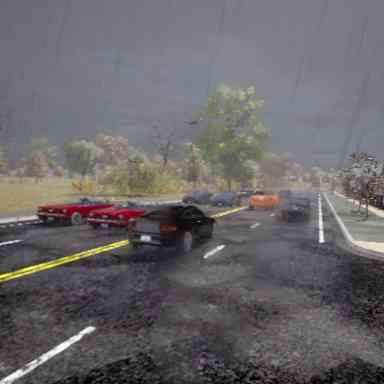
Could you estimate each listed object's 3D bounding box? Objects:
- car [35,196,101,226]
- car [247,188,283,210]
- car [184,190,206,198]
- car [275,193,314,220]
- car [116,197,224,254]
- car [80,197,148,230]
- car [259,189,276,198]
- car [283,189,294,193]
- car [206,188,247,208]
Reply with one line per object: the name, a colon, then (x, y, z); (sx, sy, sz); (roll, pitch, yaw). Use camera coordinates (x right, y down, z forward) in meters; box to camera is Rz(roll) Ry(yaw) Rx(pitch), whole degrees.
car: (-5.596, 0.866, 17.101); (1.895, 1.301, 4.718); (3, 2, 21)
car: (6.747, 0.597, 30.571); (2.097, 1.767, 4.553); (3, 2, 21)
car: (0.767, 0.499, 33.695); (2.033, 1.411, 5.357); (3, 2, 21)
car: (7.263, 1.052, 22.867); (2.033, 1.411, 5.357); (3, 2, 21)
car: (-0.496, 1.126, 11.696); (1.812, 1.442, 4.674); (3, 2, 21)
car: (-2.740, 1.010, 15.483); (1.895, 1.301, 4.718); (3, 2, 21)
car: (12.561, 0.197, 55.134); (2.033, 1.411, 5.357); (3, 2, 21)
car: (14.078, 0.350, 49.712); (1.882, 1.535, 5.008); (3, 2, 21)
car: (3.397, 0.654, 31.484); (2.033, 1.411, 5.357); (3, 2, 21)
